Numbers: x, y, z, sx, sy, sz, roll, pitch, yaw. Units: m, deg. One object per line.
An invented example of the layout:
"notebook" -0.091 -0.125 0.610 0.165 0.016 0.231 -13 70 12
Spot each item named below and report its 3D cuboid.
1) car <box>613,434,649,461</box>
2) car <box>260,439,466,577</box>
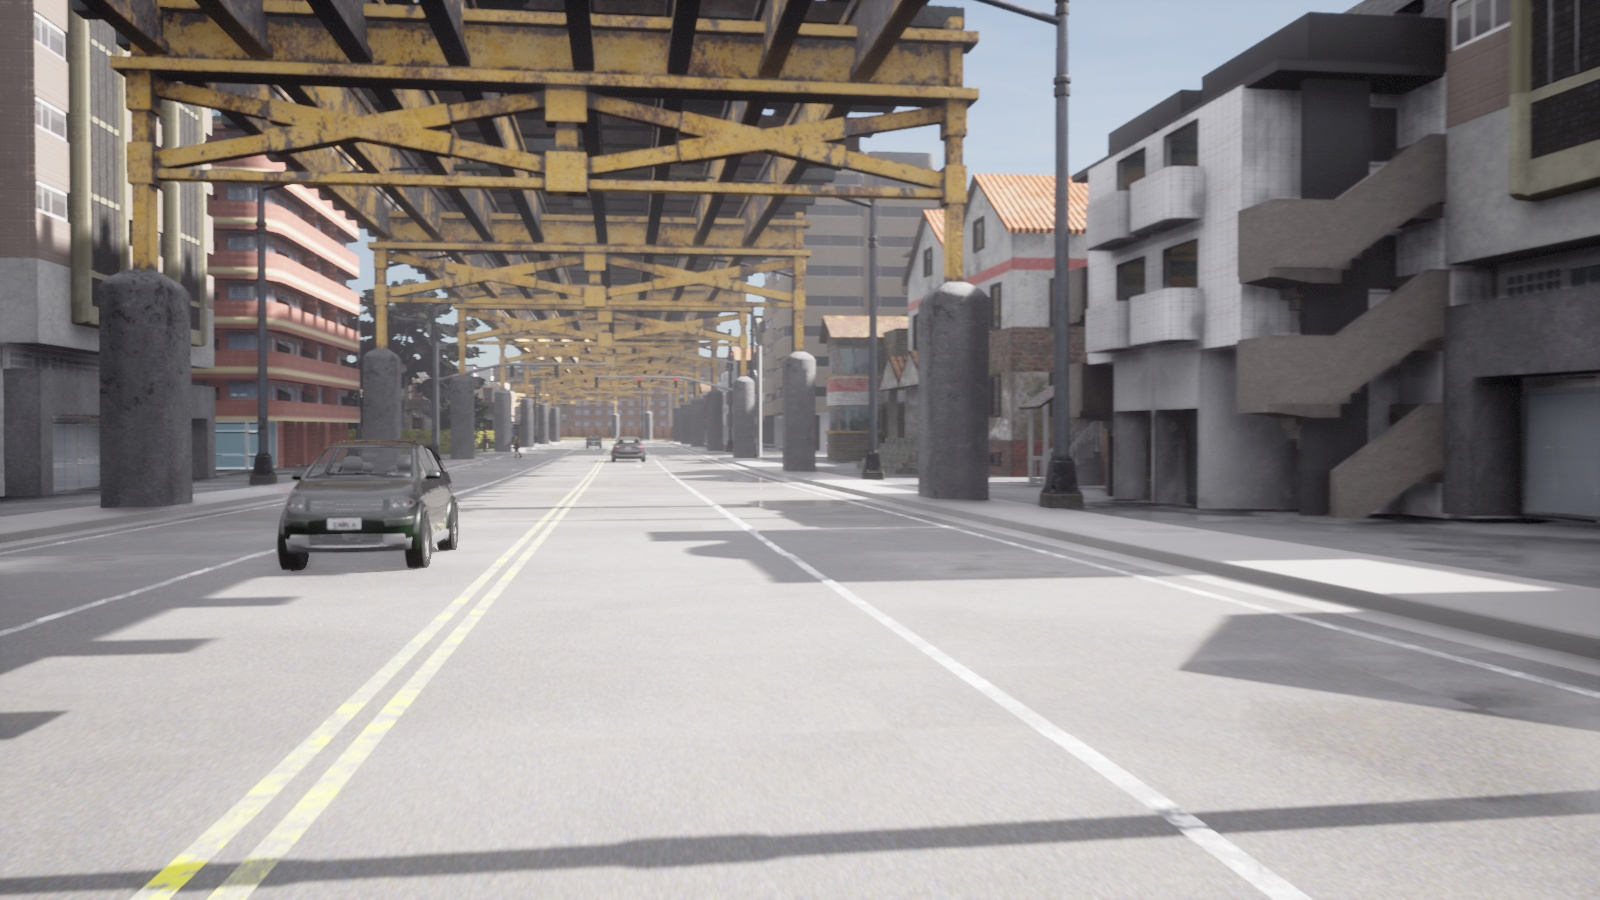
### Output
"car" -10.973 -0.170 81.338 2.242 1.667 4.611 0 1 -8
"car" -5.410 0.639 16.018 1.789 1.549 3.705 0 0 -8
